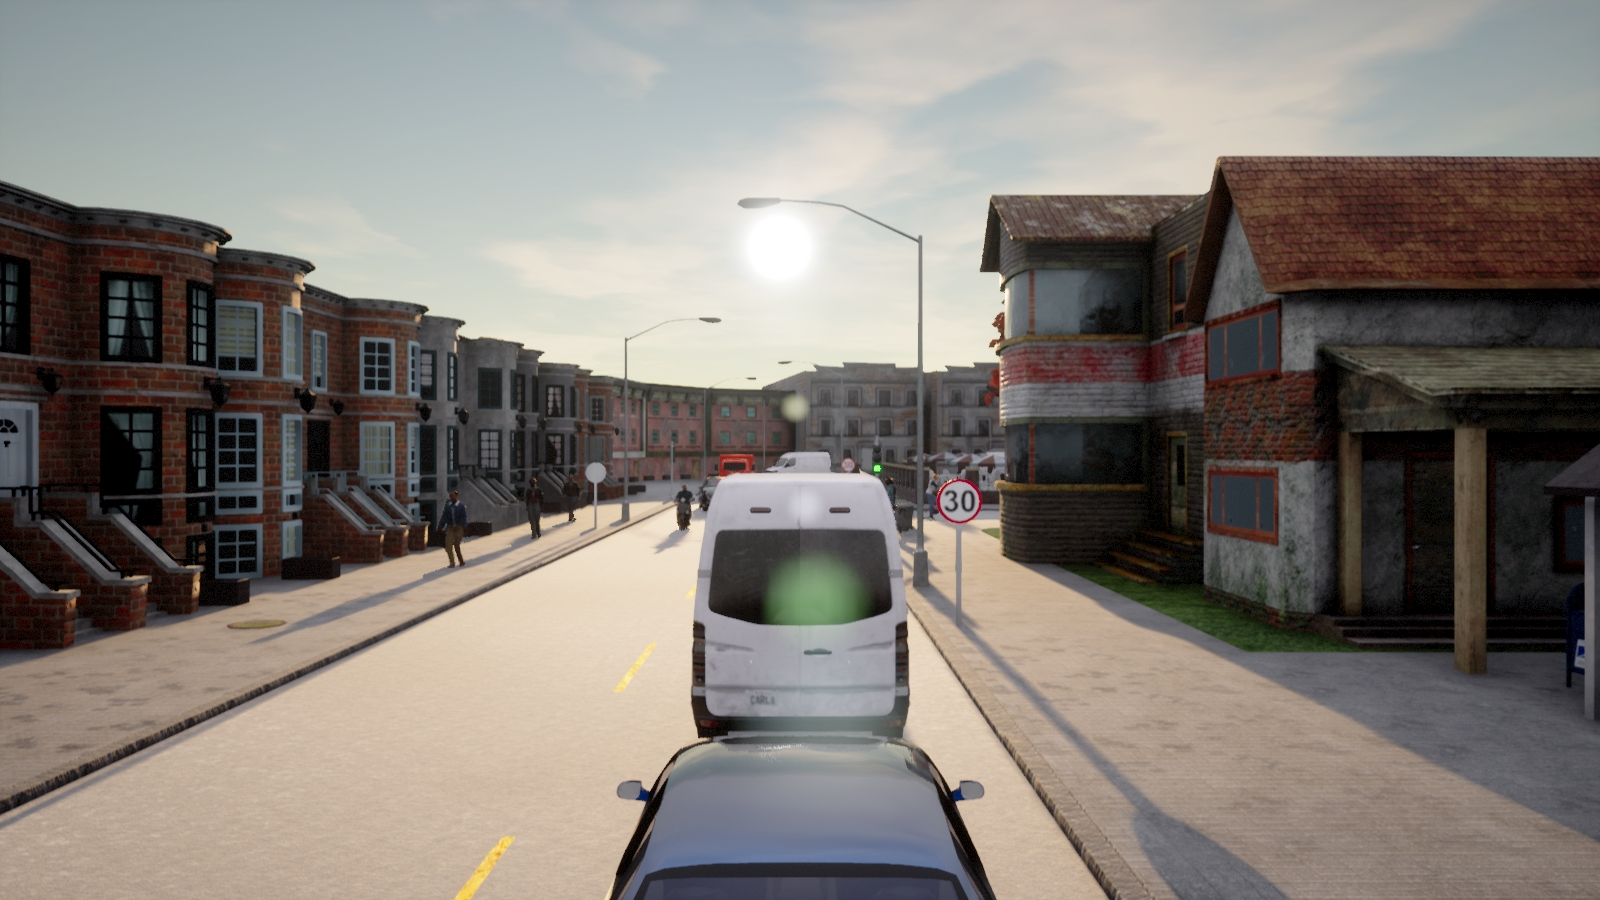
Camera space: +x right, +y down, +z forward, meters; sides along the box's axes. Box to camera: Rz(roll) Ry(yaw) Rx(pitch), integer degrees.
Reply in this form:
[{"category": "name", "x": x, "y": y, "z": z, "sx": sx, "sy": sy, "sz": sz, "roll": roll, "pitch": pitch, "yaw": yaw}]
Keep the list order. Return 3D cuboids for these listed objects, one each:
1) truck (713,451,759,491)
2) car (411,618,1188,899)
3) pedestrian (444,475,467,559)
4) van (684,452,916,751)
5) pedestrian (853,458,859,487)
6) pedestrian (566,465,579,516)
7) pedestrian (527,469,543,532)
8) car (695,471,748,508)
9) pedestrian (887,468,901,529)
[{"category": "truck", "x": -4.035, "y": 1.296, "z": 72.689, "sx": 2.627, "sy": 2.467, "sz": 5.204, "roll": 0, "pitch": 0, "yaw": 0}, {"category": "car", "x": 0.000, "y": 1.881, "z": 5.315, "sx": 2.033, "sy": 1.411, "sz": 5.357, "roll": 0, "pitch": 0, "yaw": 0}, {"category": "pedestrian", "x": -7.784, "y": 1.507, "z": 25.799, "sx": 0.375, "sy": 1.860, "sz": 0.375, "roll": 0, "pitch": 0, "yaw": 9}, {"category": "van", "x": -0.004, "y": 1.305, "z": 12.767, "sx": 1.988, "sy": 2.561, "sz": 5.915, "roll": 0, "pitch": 0, "yaw": 0}, {"category": "pedestrian", "x": 3.706, "y": 1.474, "z": 75.354, "sx": 0.375, "sy": 1.860, "sz": 0.375, "roll": 0, "pitch": 0, "yaw": 2}, {"category": "pedestrian", "x": -8.402, "y": 1.497, "z": 42.132, "sx": 0.375, "sy": 1.860, "sz": 0.375, "roll": 0, "pitch": 0, "yaw": 5}, {"category": "pedestrian", "x": -7.906, "y": 1.500, "z": 34.116, "sx": 0.375, "sy": 1.860, "sz": 0.375, "roll": 0, "pitch": 0, "yaw": 3}, {"category": "car", "x": -3.665, "y": 1.791, "z": 52.844, "sx": 2.128, "sy": 1.511, "sz": 4.902, "roll": 0, "pitch": 0, "yaw": -8}, {"category": "pedestrian", "x": 2.919, "y": 1.499, "z": 35.502, "sx": 0.375, "sy": 1.860, "sz": 0.375, "roll": 0, "pitch": 0, "yaw": 18}]
